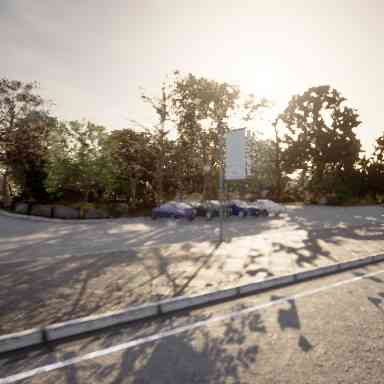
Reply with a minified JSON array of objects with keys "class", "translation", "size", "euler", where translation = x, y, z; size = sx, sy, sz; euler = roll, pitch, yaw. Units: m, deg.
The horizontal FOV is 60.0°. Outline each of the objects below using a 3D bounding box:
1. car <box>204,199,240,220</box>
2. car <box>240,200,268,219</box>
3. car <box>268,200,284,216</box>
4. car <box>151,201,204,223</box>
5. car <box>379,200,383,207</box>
[{"class":"car","translation":[1.222,1.446,27.413],"size":[2.231,1.521,4.892],"euler":[0,0,-36]},{"class":"car","translation":[3.881,1.443,29.323],"size":[2.097,1.535,5.008],"euler":[0,0,-35]},{"class":"car","translation":[6.449,1.481,31.144],"size":[2.002,1.452,4.674],"euler":[0,0,-35]},{"class":"car","translation":[-1.447,1.486,25.513],"size":[2.002,1.452,4.674],"euler":[0,0,-35]},{"class":"car","translation":[29.644,1.432,47.679],"size":[2.097,1.535,5.008],"euler":[0,0,-35]}]
